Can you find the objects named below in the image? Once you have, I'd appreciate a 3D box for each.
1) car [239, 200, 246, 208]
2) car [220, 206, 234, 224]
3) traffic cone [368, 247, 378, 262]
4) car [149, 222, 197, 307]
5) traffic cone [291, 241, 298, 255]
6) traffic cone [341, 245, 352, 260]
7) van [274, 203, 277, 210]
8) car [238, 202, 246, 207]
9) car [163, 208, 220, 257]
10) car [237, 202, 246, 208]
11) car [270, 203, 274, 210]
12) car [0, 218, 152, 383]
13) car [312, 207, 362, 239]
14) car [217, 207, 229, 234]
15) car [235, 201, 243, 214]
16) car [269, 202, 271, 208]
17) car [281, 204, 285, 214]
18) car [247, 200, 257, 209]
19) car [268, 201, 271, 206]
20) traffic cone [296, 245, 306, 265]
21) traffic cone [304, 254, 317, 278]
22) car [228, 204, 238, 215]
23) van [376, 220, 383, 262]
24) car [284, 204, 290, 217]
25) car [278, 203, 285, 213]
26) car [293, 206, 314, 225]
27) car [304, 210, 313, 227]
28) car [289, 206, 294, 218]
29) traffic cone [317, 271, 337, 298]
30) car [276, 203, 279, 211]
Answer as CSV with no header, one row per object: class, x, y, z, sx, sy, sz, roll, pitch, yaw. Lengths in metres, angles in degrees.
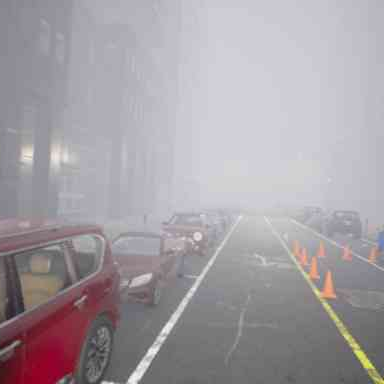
car,8.751,2.653,63.213,1.967,1.590,4.097,3,-1,10
car,1.781,1.942,24.629,1.947,1.339,4.313,3,-1,10
traffic cone,7.352,2.512,13.497,0.340,0.580,0.340,3,-1,10
car,-1.204,1.607,8.093,1.802,1.307,4.206,3,-1,10
traffic cone,4.404,2.356,14.031,0.340,0.580,0.340,3,-1,10
traffic cone,6.369,2.460,13.675,0.340,0.580,0.340,3,-1,10
van,18.129,3.117,67.213,1.690,1.788,3.998,3,-1,10
car,13.720,3.357,90.770,1.887,1.381,4.507,3,-1,10
car,-0.202,1.582,13.606,1.967,1.590,4.097,3,-1,10
car,12.725,3.237,85.259,1.887,1.381,4.507,3,-1,10
car,20.108,3.560,78.234,1.887,1.381,4.507,3,-1,10
car,-2.185,1.224,2.585,2.192,1.841,5.009,3,-1,10
car,10.173,2.135,23.123,2.192,1.841,5.009,3,-1,10
car,0.787,1.810,19.118,2.008,1.369,4.403,3,-1,10
car,5.761,2.398,46.676,1.887,1.381,4.507,3,-1,10
car,21.103,3.680,83.746,1.887,1.381,4.507,3,-1,10
car,15.134,2.982,50.677,1.947,1.339,4.313,3,-1,10
car,14.587,3.211,80.009,1.882,1.535,5.008,3,-1,10
car,22.103,3.696,89.259,1.967,1.590,4.097,3,-1,10
traffic cone,4.049,2.314,12.064,0.340,0.580,0.340,3,-1,10
traffic cone,3.694,2.272,10.096,0.340,0.580,0.340,3,-1,10
car,2.776,2.061,30.140,1.947,1.339,4.313,3,-1,10
van,8.182,1.926,12.100,1.690,1.788,3.998,3,-1,10
car,14.145,2.737,45.167,1.967,1.590,4.097,3,-1,10
car,16.135,2.976,56.190,1.967,1.590,4.097,3,-1,10
car,12.162,2.373,34.146,2.192,1.841,5.009,3,-1,10
car,11.154,2.520,28.631,1.802,1.307,4.206,3,-1,10
car,13.144,2.743,39.654,1.947,1.339,4.313,3,-1,10
traffic cone,3.338,2.231,8.128,0.340,0.580,0.340,3,-1,10
car,17.122,3.238,61.700,1.802,1.307,4.206,3,-1,10
